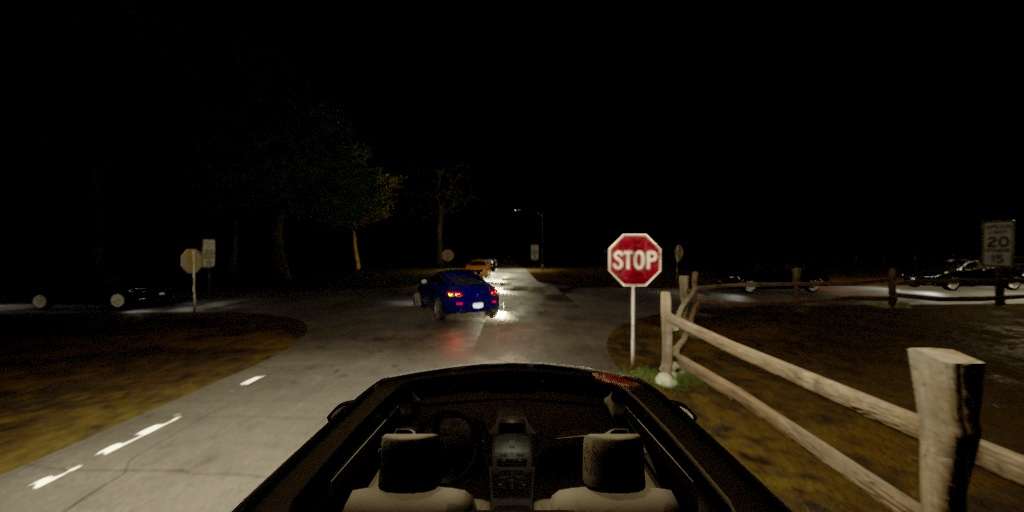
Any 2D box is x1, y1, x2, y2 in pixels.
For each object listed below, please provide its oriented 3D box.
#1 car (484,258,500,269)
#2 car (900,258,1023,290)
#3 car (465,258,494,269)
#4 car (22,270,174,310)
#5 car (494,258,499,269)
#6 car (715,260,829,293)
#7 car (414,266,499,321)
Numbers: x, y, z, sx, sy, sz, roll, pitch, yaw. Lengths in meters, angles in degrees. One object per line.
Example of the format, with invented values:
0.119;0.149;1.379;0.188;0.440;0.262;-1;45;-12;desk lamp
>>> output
-2.843;1.059;52.033;2.033;1.411;5.357;0;0;0;car
22.315;0.867;17.831;4.892;1.490;1.837;-1;1;0;car
-2.888;1.062;30.837;1.882;1.535;5.008;0;0;1;car
-17.281;1.345;15.132;5.008;1.535;1.882;-1;1;0;car
-2.853;1.089;41.374;2.033;1.411;5.357;0;0;0;car
12.794;0.952;17.846;5.008;1.535;1.882;-1;1;-1;car
-1.975;1.214;12.187;1.812;1.442;4.674;0;0;-26;car
